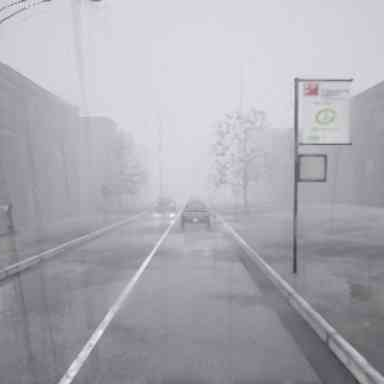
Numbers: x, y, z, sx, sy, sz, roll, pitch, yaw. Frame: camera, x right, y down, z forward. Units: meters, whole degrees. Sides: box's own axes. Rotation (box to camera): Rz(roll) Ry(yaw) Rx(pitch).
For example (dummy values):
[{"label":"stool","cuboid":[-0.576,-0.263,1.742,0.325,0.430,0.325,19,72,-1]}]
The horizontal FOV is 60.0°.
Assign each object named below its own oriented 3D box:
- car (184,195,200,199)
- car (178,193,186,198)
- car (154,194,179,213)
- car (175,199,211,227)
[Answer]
[{"label":"car","cuboid":[0.380,1.447,42.400,2.128,1.511,4.902,0,0,0]},{"label":"car","cuboid":[-2.464,0.809,77.313,1.895,1.301,4.718,0,2,0]},{"label":"car","cuboid":[-2.854,1.314,36.322,2.097,1.767,4.553,0,0,1]},{"label":"car","cuboid":[0.234,1.468,22.257,2.128,1.511,4.902,0,0,0]}]
